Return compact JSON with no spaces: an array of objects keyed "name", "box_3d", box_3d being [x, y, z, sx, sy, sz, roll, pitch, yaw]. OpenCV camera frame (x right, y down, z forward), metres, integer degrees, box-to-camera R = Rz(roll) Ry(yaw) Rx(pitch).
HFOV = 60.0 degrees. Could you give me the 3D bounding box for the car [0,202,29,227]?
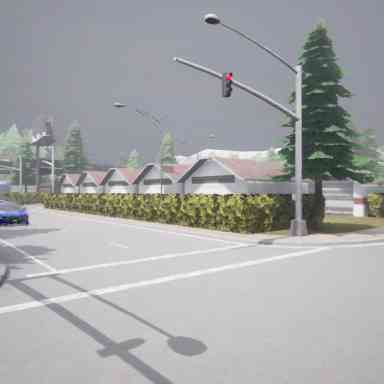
[{"name":"car","box_3d":[-12.763,1.485,23.049,1.882,1.535,5.008,0,2,-39]}]
